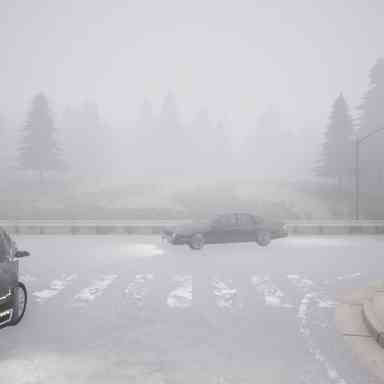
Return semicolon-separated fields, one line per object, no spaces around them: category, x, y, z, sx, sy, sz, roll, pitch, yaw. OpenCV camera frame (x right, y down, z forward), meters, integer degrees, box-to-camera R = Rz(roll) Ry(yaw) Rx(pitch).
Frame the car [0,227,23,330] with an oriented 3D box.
car;-4.457;1.505;6.571;1.837;1.490;4.892;0;0;-28

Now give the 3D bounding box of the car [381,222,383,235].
car;11.239;1.492;15.089;4.902;1.511;2.128;0;0;0

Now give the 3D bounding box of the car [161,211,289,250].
car;1.460;1.547;14.211;5.357;1.411;2.033;0;0;-20
